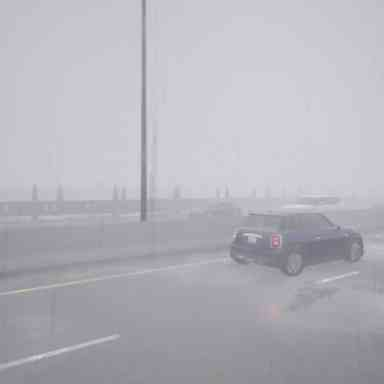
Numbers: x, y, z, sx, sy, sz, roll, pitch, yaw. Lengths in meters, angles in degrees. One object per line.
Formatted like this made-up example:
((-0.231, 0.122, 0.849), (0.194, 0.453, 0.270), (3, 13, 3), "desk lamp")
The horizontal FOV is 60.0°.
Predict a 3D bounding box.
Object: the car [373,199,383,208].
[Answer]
((21.381, 1.527, 36.379), (4.674, 1.442, 1.812), (0, 0, -35), "car")

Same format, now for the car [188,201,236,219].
((1.962, 1.506, 26.878), (4.892, 1.490, 1.837), (0, 0, -35), "car")

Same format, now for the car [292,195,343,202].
((8.349, 1.223, 22.836), (5.566, 2.045, 2.150), (0, 0, -35), "car")

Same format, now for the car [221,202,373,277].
((3.411, 1.353, 10.478), (4.553, 1.767, 2.097), (0, 0, -35), "car")
